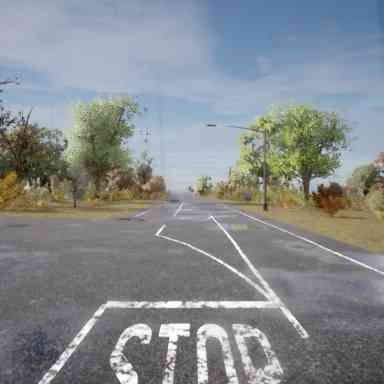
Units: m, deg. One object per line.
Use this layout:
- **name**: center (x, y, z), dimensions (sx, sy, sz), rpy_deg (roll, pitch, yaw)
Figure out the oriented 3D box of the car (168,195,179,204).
- **car**: center (-3.609, 1.394, 65.994), dimensions (2.097, 1.767, 4.553), rpy_deg (0, 0, 0)
